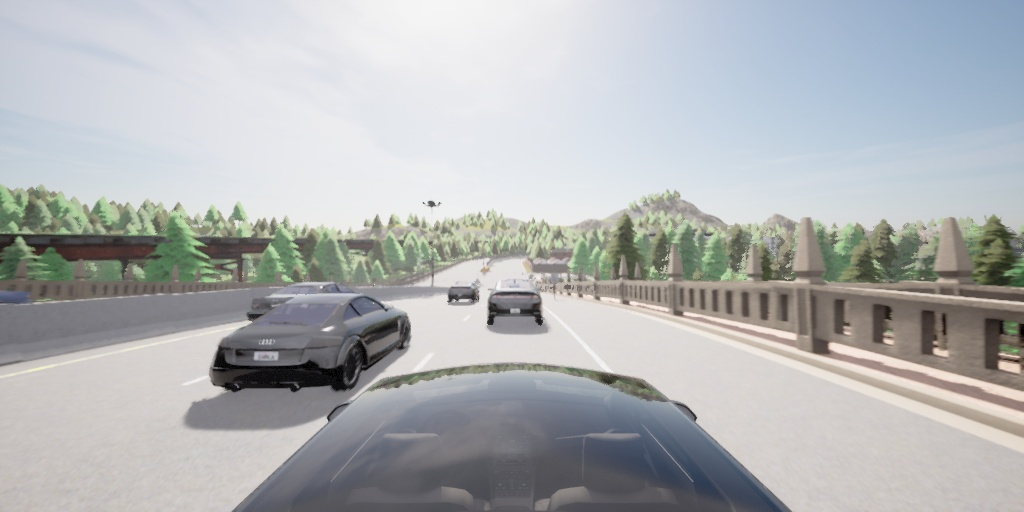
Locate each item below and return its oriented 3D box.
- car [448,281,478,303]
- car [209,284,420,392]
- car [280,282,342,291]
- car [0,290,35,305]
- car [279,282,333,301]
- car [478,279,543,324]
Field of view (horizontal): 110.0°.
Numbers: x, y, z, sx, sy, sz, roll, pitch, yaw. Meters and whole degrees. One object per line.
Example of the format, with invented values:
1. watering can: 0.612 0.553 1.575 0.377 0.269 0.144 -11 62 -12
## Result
1. car: -3.402 2.572 25.932 2.128 1.511 4.902 0 -5 0
2. car: -3.400 1.411 6.966 1.994 1.385 4.181 0 -2 0
3. car: -6.901 1.645 12.964 2.033 1.411 5.357 0 -3 0
4. car: -21.086 1.632 12.670 2.033 1.411 5.357 0 -3 0
5. car: -17.575 3.024 30.894 1.812 1.442 4.674 0 -5 0
6. car: 0.099 1.623 13.575 2.128 1.511 4.902 0 -3 0
